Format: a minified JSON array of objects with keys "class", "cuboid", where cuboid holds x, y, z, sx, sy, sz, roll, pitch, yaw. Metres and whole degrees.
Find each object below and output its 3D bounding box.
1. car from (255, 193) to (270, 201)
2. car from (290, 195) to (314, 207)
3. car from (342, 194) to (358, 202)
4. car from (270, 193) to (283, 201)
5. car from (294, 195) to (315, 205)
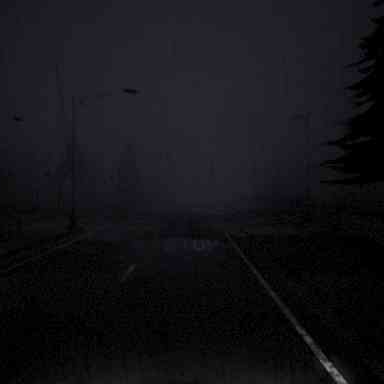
[{"class":"car","cuboid":[14.192,1.024,69.185,2.007,1.523,4.514,0,0,0]},{"class":"car","cuboid":[13.949,1.177,43.153,1.845,1.501,3.633,0,0,0]},{"class":"car","cuboid":[29.100,1.039,61.419,1.845,1.501,3.633,0,0,0]},{"class":"car","cuboid":[17.329,1.015,69.207,2.152,1.636,5.027,0,0,0]},{"class":"car","cuboid":[17.001,1.153,50.544,1.970,1.475,3.806,0,0,0]}]
